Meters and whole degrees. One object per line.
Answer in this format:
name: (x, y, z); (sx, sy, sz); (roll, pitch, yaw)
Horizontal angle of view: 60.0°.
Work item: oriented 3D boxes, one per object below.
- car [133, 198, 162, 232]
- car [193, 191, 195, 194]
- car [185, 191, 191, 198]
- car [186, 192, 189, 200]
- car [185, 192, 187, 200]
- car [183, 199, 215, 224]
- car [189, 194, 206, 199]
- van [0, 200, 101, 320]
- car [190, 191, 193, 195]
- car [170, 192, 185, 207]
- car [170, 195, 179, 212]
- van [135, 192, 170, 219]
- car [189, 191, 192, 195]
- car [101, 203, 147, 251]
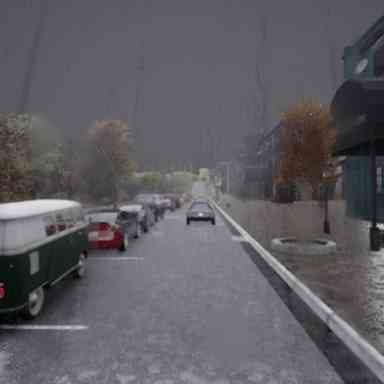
car: (-3.262, 1.387, 19.297); (2.231, 1.521, 4.892); (0, 1, 0)
car: (-1.267, 0.826, 94.787); (2.435, 2.045, 5.566); (0, 0, 4)
car: (-1.958, 1.197, 68.365); (1.946, 1.575, 5.366); (0, 0, 4)
car: (-2.236, 1.235, 58.117); (2.097, 1.535, 5.008); (0, 0, 4)
car: (-2.382, 1.243, 52.571); (2.097, 1.535, 5.008); (0, 0, 4)
car: (0.614, 1.446, 23.752); (1.994, 1.385, 4.181); (0, 0, 1)
car: (1.084, 1.346, 41.720); (2.033, 1.411, 5.357); (0, 0, 1)
van: (-3.578, 1.216, 7.277); (1.878, 1.987, 4.442); (0, 1, -1)
car: (-1.650, 1.174, 80.299); (2.231, 1.521, 4.892); (0, 0, 4)
car: (-2.644, 1.062, 42.689); (2.435, 2.045, 5.566); (0, 0, 2)
car: (-2.822, 1.370, 35.948); (2.002, 1.452, 4.674); (0, 0, 2)
van: (-3.107, 1.156, 24.979); (1.878, 1.987, 4.442); (0, 0, 4)
car: (-1.797, 1.192, 74.745); (2.097, 1.535, 5.008); (0, 1, 4)
car: (-3.409, 1.442, 13.788); (2.163, 1.488, 4.792); (0, 1, 0)
